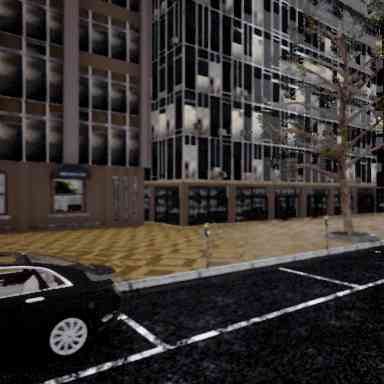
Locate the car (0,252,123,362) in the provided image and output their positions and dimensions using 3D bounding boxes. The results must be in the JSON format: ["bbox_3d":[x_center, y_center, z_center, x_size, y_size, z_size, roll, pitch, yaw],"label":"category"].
[{"bbox_3d":[-3.111,1.550,4.347,4.403,1.369,2.008,0,-1,-36],"label":"car"}]
